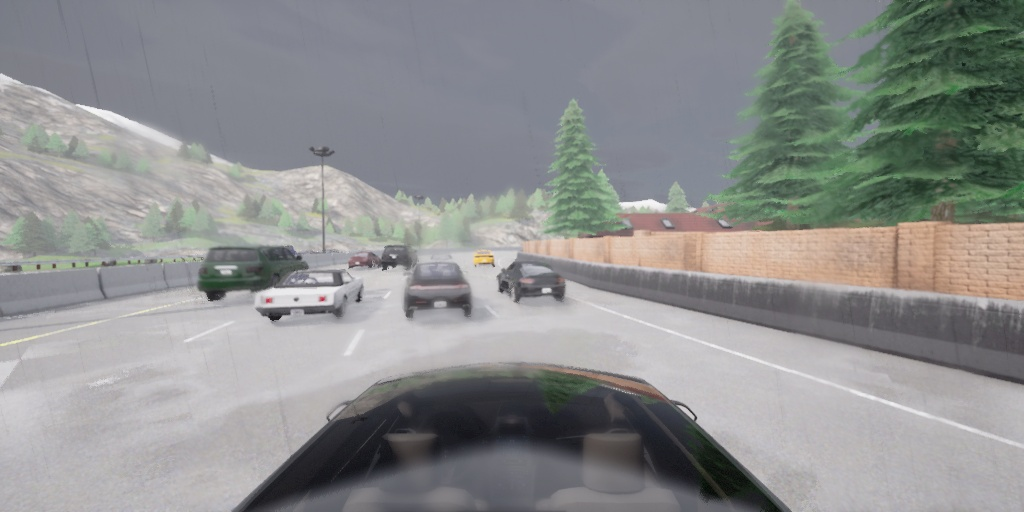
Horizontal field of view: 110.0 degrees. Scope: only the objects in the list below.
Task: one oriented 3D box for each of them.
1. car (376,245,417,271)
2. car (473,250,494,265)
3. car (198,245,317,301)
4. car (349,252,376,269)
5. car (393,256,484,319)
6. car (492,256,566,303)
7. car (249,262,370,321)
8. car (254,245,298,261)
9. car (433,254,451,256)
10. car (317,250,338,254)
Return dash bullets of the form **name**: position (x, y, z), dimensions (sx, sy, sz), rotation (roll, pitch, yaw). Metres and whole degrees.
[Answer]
- **car**: position (-9.257, 0.092, 29.861), dimensions (2.150, 2.045, 5.566), rotation (0, 2, -7)
- **car**: position (-2.723, 0.165, 35.012), dimensions (1.882, 1.535, 5.008), rotation (0, 2, -5)
- **car**: position (-10.351, 0.573, 14.916), dimensions (2.150, 2.045, 5.566), rotation (-1, 2, -12)
- **car**: position (-12.961, 0.343, 31.748), dimensions (1.812, 1.442, 4.674), rotation (0, 2, -6)
- **car**: position (-2.382, 0.936, 11.434), dimensions (2.128, 1.511, 4.902), rotation (-1, 2, -13)
- **car**: position (0.634, 0.882, 13.919), dimensions (1.812, 1.442, 4.674), rotation (-1, 2, -13)
- **car**: position (-5.917, 1.061, 11.185), dimensions (1.895, 1.301, 4.718), rotation (-1, 2, -13)
- **car**: position (-31.408, -0.434, 47.886), dimensions (2.150, 2.045, 5.566), rotation (0, 2, 0)
- **car**: position (-5.609, 0.492, 28.887), dimensions (1.895, 1.301, 4.718), rotation (0, 2, -7)
- **car**: position (-24.425, -0.099, 47.086), dimensions (2.033, 1.411, 5.357), rotation (0, 2, 0)
